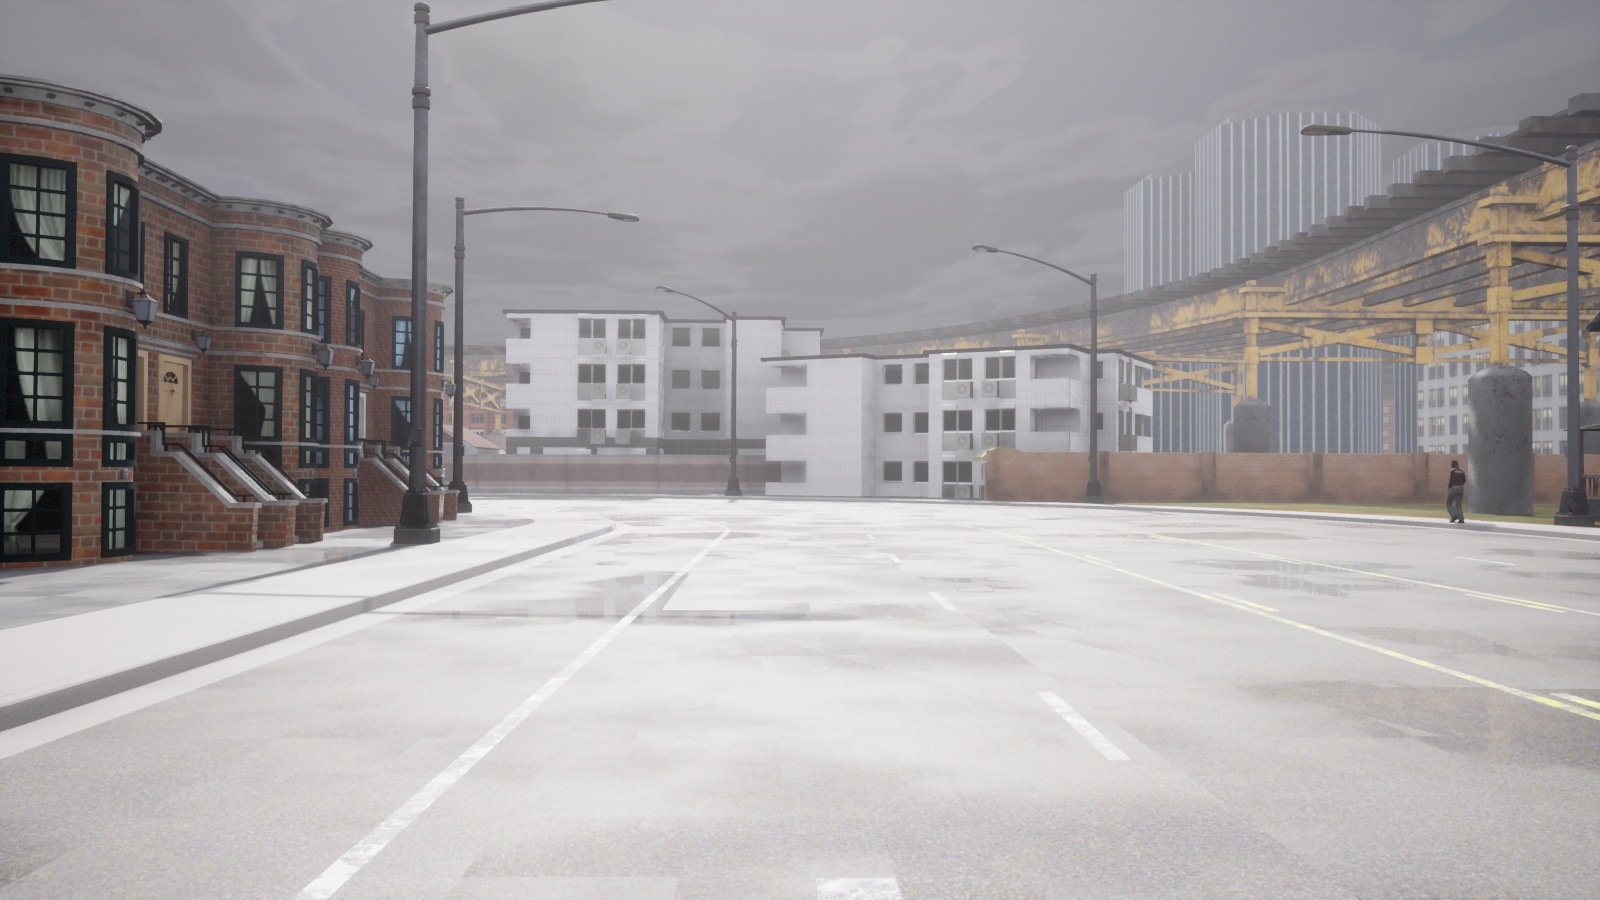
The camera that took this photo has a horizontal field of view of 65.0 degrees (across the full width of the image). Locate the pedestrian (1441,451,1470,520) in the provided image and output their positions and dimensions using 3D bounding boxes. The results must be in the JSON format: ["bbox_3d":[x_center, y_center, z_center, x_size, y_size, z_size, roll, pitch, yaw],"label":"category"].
[{"bbox_3d":[18.580,0.992,35.600,0.402,1.930,0.666,0,-1,-3],"label":"pedestrian"}]
